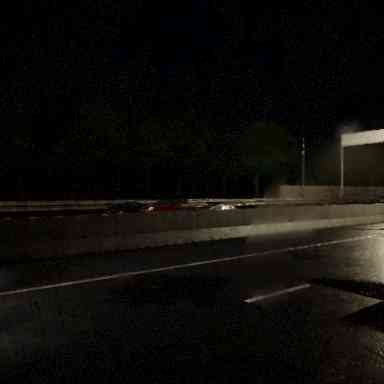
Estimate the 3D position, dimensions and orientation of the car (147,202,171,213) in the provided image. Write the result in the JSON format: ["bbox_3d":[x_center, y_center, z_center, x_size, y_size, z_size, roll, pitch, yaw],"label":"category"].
[{"bbox_3d":[-0.636,1.602,24.969,4.718,1.301,1.895,0,0,-35],"label":"car"}]

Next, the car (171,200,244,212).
[{"bbox_3d":[1.393,1.493,22.118,4.902,1.511,2.128,0,0,-35],"label":"car"}]

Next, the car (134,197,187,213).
[{"bbox_3d":[-2.162,1.351,28.175,4.553,1.767,2.097,0,0,-35],"label":"car"}]

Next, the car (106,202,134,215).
[{"bbox_3d":[-5.606,1.564,30.020,4.181,1.385,1.994,0,0,-35],"label":"car"}]
